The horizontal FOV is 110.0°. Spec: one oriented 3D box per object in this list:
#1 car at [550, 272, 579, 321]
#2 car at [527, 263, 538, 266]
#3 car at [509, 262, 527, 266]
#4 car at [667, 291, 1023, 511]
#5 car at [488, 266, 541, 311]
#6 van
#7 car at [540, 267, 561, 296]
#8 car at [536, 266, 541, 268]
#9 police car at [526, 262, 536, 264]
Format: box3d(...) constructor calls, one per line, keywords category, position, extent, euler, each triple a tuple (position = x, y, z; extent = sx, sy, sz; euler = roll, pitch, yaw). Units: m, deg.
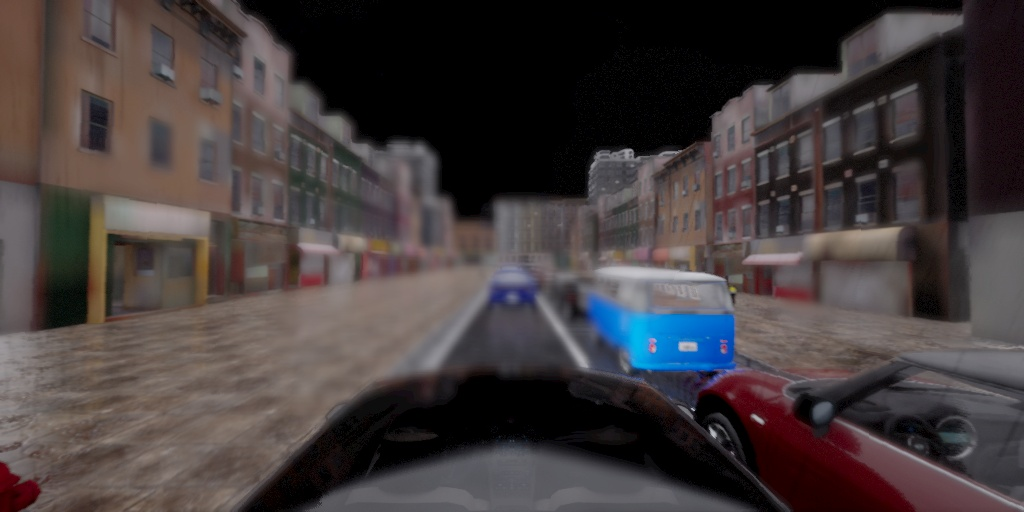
box3d(category="car", position=(2.637, 1.427, 12.737), extent=(1.948, 1.339, 4.313), euler=(0, 0, 0))
box3d(category="car", position=(2.631, 1.680, 34.750), extent=(1.802, 1.307, 4.207), euler=(0, 0, 0))
box3d(category="car", position=(0.046, 1.528, 30.420), extent=(1.882, 1.535, 5.008), euler=(0, 0, 0))
box3d(category="car", position=(2.640, 1.190, 1.731), extent=(1.967, 1.591, 4.097), euler=(0, 0, 0))
box3d(category="car", position=(0.051, 1.366, 15.383), extent=(1.882, 1.535, 5.008), euler=(0, 0, 1))
box3d(category="van", position=(2.639, 1.146, 7.234), extent=(1.690, 1.789, 3.998), euler=(0, 0, 0))
box3d(category="car", position=(2.636, 1.470, 18.240), extent=(2.007, 1.370, 4.403), euler=(0, 0, 0))
box3d(category="car", position=(2.634, 1.560, 23.743), extent=(1.802, 1.307, 4.207), euler=(0, 0, 0))
box3d(category="police car", position=(2.738, 1.695, 49.805), extent=(1.930, 1.638, 5.238), euler=(0, -1, 0))
